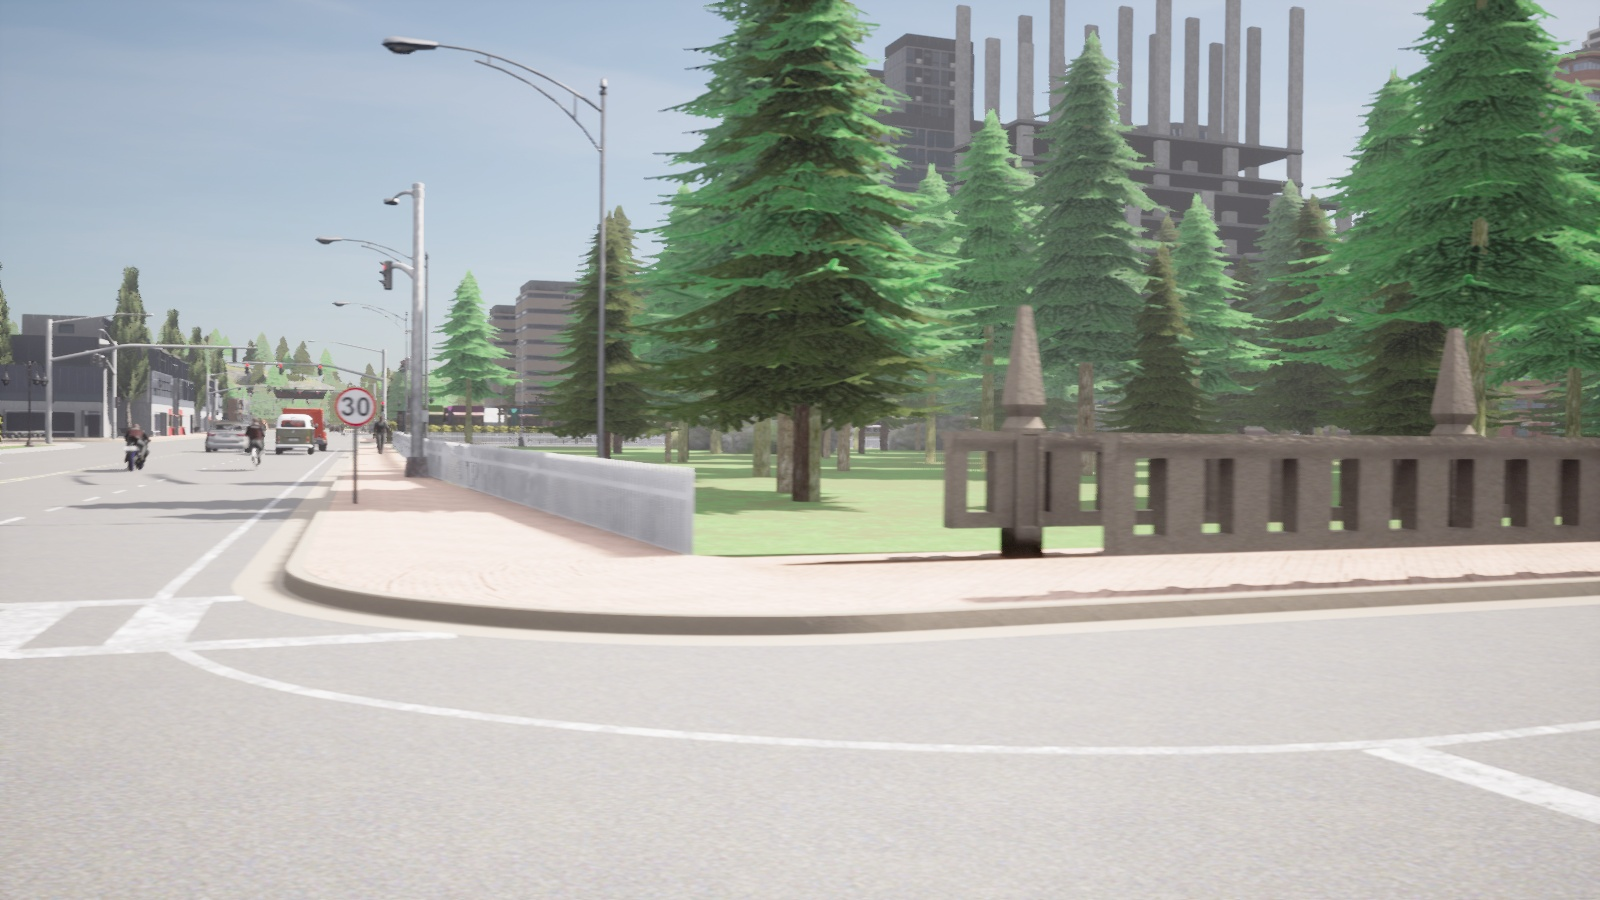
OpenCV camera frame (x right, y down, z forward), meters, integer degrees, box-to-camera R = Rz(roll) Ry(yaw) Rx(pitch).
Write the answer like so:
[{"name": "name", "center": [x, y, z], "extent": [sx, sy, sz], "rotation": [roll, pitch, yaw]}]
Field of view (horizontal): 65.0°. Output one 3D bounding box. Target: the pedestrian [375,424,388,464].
[{"name": "pedestrian", "center": [-19.552, -0.287, 58.654], "extent": [0.563, 1.883, 0.849], "rotation": [-1, 1, -19]}]

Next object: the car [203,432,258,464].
[{"name": "car", "center": [-30.716, -0.129, 67.828], "extent": [2.242, 1.667, 4.611], "rotation": [-1, 1, -19]}]

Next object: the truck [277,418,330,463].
[{"name": "truck", "center": [-28.798, -0.565, 72.987], "extent": [2.627, 2.467, 5.204], "rotation": [-1, 1, -19]}]

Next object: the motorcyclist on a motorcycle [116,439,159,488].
[{"name": "motorcyclist on a motorcycle", "center": [-21.166, 0.409, 40.145], "extent": [0.866, 1.530, 2.191], "rotation": [-1, 1, -19]}]

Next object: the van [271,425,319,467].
[{"name": "van", "center": [-25.747, -0.244, 64.159], "extent": [2.069, 2.038, 4.480], "rotation": [-1, 1, -19]}]
